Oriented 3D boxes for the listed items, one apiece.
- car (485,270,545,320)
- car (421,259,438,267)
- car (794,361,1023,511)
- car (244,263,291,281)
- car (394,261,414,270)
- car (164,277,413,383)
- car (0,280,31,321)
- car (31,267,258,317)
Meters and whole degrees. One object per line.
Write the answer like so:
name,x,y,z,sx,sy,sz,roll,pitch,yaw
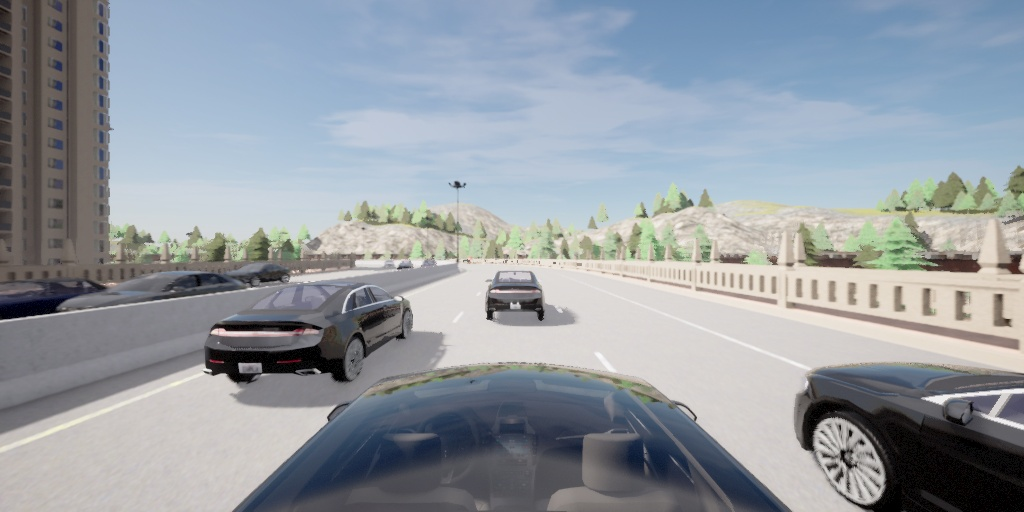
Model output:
car,0.098,1.242,12.693,2.128,1.511,4.902,0,0,0
car,-11.855,1.186,51.828,2.097,1.767,4.553,0,0,-9
car,3.600,1.242,1.419,2.128,1.511,4.902,0,0,0
car,-17.609,1.240,24.949,1.882,1.535,5.008,0,0,0
car,-15.410,1.386,52.342,2.033,1.411,5.357,0,0,-9
car,-3.402,1.241,7.085,2.128,1.511,4.902,0,0,0
car,-14.101,1.350,10.515,1.895,1.301,4.718,0,0,0
car,-10.602,1.254,11.075,1.837,1.490,4.892,0,0,0
